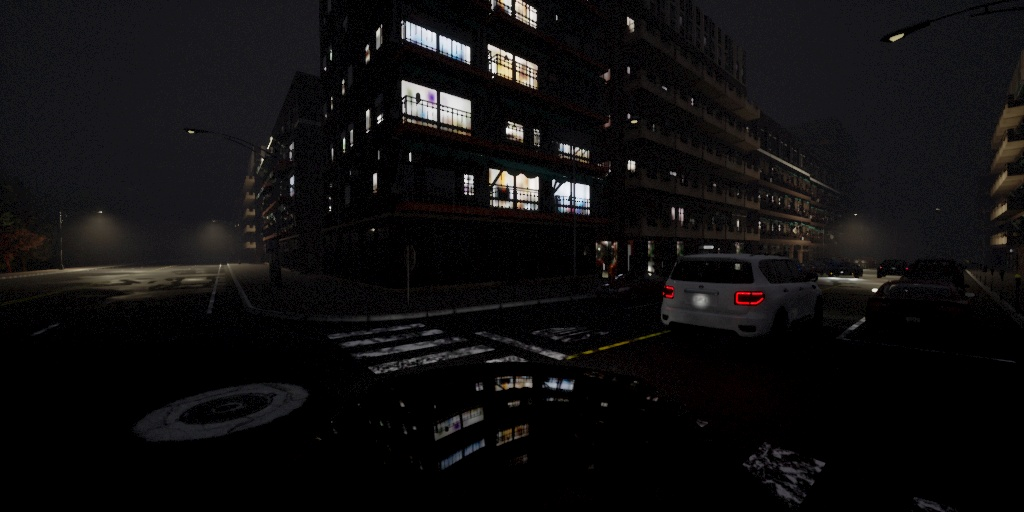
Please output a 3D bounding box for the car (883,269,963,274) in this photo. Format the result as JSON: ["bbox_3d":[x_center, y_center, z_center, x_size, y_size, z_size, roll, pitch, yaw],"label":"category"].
[{"bbox_3d":[14.910,1.316,12.865,4.313,1.339,1.948,0,0,-39],"label":"car"}]

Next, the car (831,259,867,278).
[{"bbox_3d":[31.270,1.292,33.559,4.181,1.385,1.994,0,0,-39],"label":"car"}]

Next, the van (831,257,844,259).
[{"bbox_3d":[35.973,1.060,40.852,3.998,1.789,1.690,0,0,-39],"label":"van"}]

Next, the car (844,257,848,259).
[{"bbox_3d":[40.343,1.034,44.455,5.009,1.841,2.192,0,0,-39],"label":"car"}]

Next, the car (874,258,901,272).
[{"bbox_3d":[34.645,1.090,32.336,4.553,1.767,2.097,0,0,-39],"label":"car"}]

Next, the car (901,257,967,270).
[{"bbox_3d":[23.685,1.063,20.028,5.009,1.841,2.192,0,0,-39],"label":"car"}]

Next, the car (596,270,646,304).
[{"bbox_3d":[5.511,1.306,15.969,4.207,1.307,1.802,0,0,-39],"label":"car"}]

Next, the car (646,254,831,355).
[{"bbox_3d":[5.919,0.965,8.993,5.566,2.045,2.150,0,0,-39],"label":"car"}]

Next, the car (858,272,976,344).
[{"bbox_3d":[10.788,1.297,9.501,4.507,1.381,1.888,0,0,-39],"label":"car"}]
